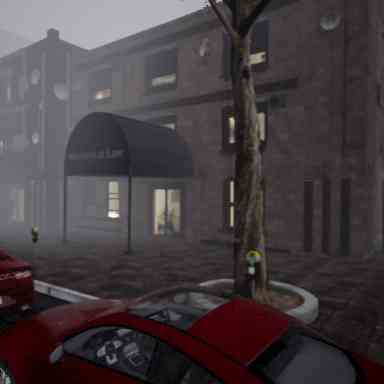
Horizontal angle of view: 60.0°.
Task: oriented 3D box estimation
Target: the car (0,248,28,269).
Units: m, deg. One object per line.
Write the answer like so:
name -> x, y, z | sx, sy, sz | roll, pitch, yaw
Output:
car -> -4.830, 1.545, 6.373 | 4.507, 1.381, 1.887 | 0, 1, 35

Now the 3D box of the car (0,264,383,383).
car -> -0.249, 1.582, 3.076 | 4.206, 1.307, 1.802 | 0, 1, 35
